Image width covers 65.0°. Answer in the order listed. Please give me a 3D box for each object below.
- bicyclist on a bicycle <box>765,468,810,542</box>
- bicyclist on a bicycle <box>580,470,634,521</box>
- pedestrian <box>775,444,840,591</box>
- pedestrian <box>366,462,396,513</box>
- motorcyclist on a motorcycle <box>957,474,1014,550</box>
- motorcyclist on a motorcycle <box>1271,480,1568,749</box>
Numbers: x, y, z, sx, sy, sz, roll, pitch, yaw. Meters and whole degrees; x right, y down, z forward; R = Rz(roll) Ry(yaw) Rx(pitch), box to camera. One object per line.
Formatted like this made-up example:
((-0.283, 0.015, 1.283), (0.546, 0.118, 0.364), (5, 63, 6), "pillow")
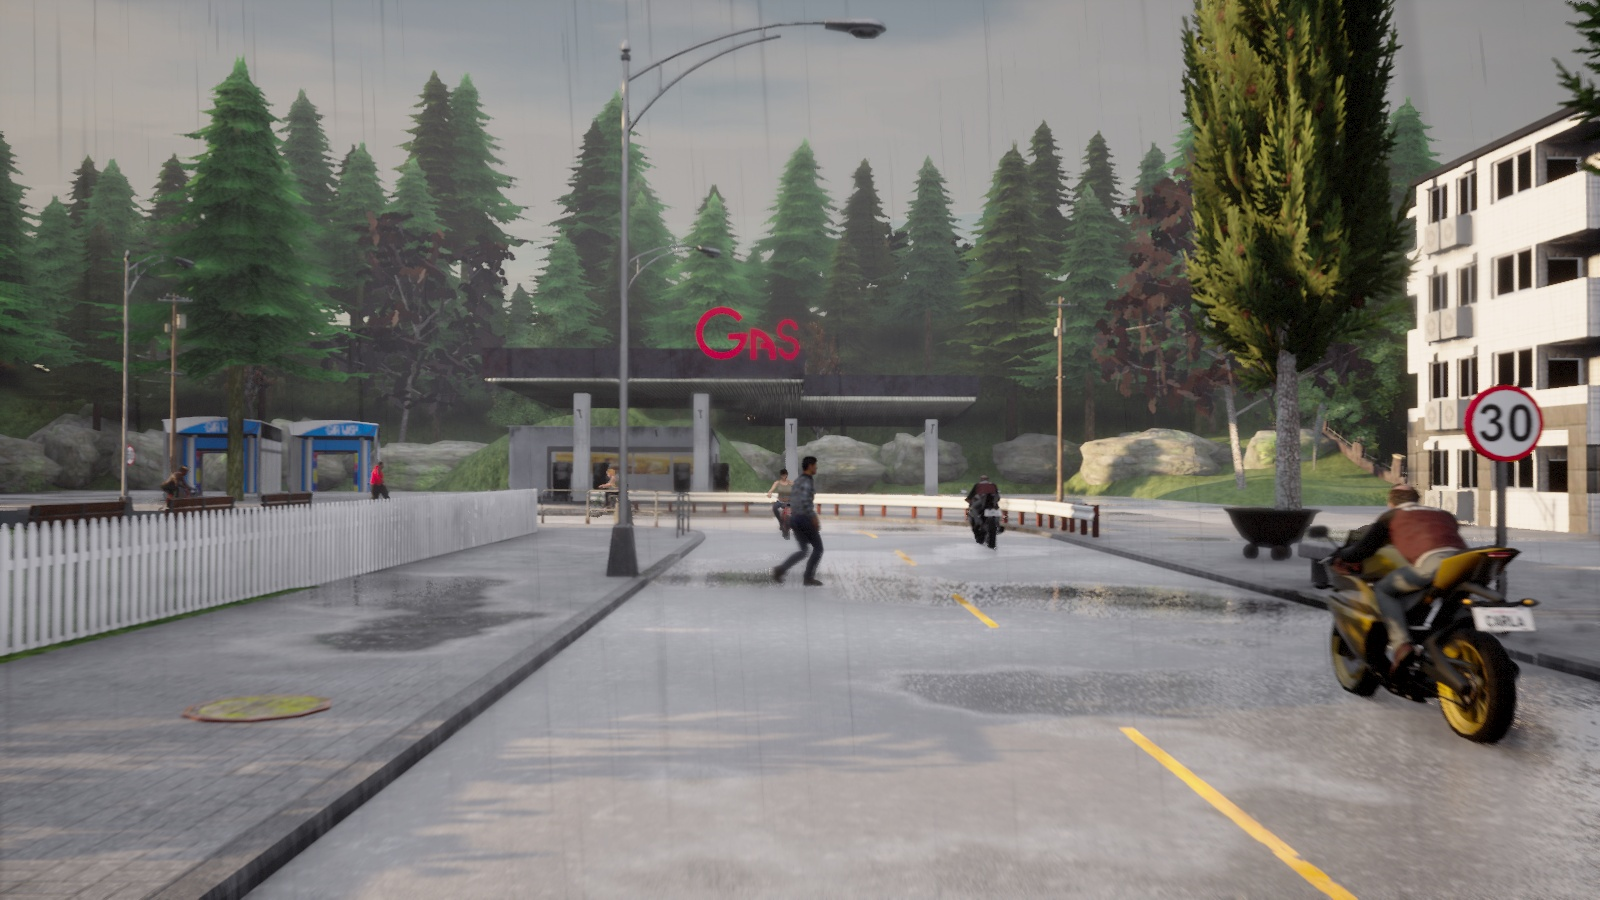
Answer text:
((-0.306, 1.230, 28.511), (0.866, 1.612, 1.509), (-1, -1, -5), "bicyclist on a bicycle")
((-6.238, 1.458, 40.623), (1.509, 1.612, 0.866), (0, 1, 11), "bicyclist on a bicycle")
((0.098, 0.895, 16.933), (0.788, 1.949, 0.423), (0, -1, -18), "pedestrian")
((-15.177, 1.347, 45.533), (0.899, 1.844, 0.634), (0, -1, -3), "pedestrian")
((3.920, 1.281, 26.718), (0.866, 1.530, 2.191), (0, -1, -1), "motorcyclist on a motorcycle")
((3.981, 0.973, 8.330), (0.866, 1.530, 2.191), (0, -1, 0), "motorcyclist on a motorcycle")
